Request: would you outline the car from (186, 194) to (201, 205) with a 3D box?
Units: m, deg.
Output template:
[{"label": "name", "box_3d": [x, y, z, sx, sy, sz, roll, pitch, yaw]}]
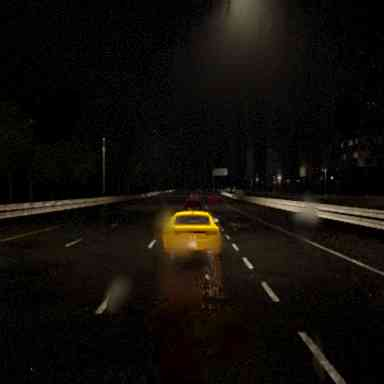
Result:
[{"label": "car", "box_3d": [0.194, 1.365, 42.463, 1.882, 1.535, 5.008, 0, 0, 1]}]

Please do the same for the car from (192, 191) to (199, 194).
[{"label": "car", "box_3d": [0.559, 1.182, 72.453, 1.882, 1.535, 5.008, 0, 1, 1]}]

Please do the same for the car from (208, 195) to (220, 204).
[{"label": "car", "box_3d": [3.980, 1.277, 59.787, 1.882, 1.535, 5.008, 0, 0, 1]}]

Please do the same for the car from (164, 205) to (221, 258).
[{"label": "car", "box_3d": [0.018, 1.476, 12.817, 1.882, 1.535, 5.008, 0, 0, 0]}]
